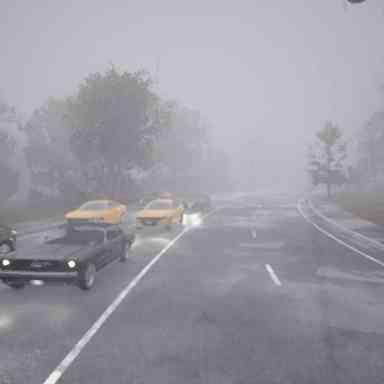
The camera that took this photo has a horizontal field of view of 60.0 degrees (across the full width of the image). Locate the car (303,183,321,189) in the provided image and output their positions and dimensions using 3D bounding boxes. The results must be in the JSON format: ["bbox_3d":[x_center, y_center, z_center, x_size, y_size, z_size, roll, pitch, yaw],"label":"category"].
[{"bbox_3d":[25.608,-1.339,71.995,1.812,1.442,4.674,-1,2,39],"label":"car"}]

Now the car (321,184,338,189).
[{"bbox_3d":[30.041,-1.483,71.902,2.033,1.411,5.357,-1,2,42],"label":"car"}]

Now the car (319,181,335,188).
[{"bbox_3d":[32.356,-1.858,79.724,1.837,1.490,4.892,-1,2,44],"label":"car"}]

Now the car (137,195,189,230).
[{"bbox_3d":[-1.738,1.190,19.244,1.882,1.535,5.008,0,2,10],"label":"car"}]

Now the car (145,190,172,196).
[{"bbox_3d":[-3.067,0.678,29.792,2.097,1.767,4.553,0,2,15],"label":"car"}]

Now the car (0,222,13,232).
[{"bbox_3d":[-6.567,1.457,8.574,1.837,1.490,4.892,0,1,5],"label":"car"}]

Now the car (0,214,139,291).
[{"bbox_3d":[-3.039,1.551,9.122,1.895,1.301,4.718,0,1,5],"label":"car"}]

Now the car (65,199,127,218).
[{"bbox_3d":[-5.317,1.217,18.946,1.882,1.535,5.008,0,2,9],"label":"car"}]

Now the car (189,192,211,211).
[{"bbox_3d":[0.453,0.791,29.432,2.128,1.511,4.902,0,2,15],"label":"car"}]
